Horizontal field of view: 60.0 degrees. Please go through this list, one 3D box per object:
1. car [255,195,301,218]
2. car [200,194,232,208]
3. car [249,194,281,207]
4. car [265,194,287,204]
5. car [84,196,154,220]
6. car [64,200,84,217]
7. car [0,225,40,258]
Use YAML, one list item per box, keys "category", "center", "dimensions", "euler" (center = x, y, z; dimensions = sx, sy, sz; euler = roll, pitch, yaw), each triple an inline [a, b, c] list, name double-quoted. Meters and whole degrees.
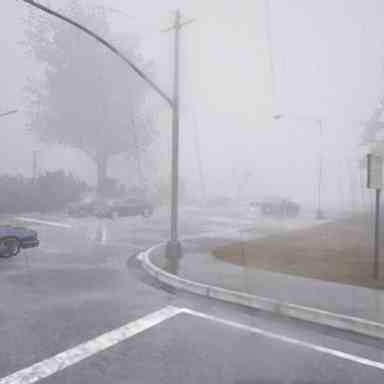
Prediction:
- category: "car"
  center: [7.489, 1.259, 27.864]
  dimensions: [1.882, 1.535, 5.008]
  euler: [2, 1, 38]
- category: "car"
  center: [2.884, 1.037, 39.181]
  dimensions: [2.128, 1.511, 4.902]
  euler: [2, 1, 38]
- category: "car"
  center: [9.013, 1.148, 41.388]
  dimensions: [2.033, 1.411, 5.357]
  euler: [2, 1, 37]
- category: "car"
  center: [13.485, 1.019, 53.255]
  dimensions: [1.812, 1.442, 4.674]
  euler: [1, 1, 35]
- category: "car"
  center: [-4.873, 1.131, 23.768]
  dimensions: [1.837, 1.490, 4.892]
  euler: [2, 2, 39]
- category: "car"
  center: [-7.599, 1.082, 25.961]
  dimensions: [1.812, 1.442, 4.674]
  euler: [2, 1, 40]
- category: "car"
  center: [-7.279, 1.310, 9.413]
  dimensions: [2.033, 1.411, 5.357]
  euler: [2, 1, 39]
